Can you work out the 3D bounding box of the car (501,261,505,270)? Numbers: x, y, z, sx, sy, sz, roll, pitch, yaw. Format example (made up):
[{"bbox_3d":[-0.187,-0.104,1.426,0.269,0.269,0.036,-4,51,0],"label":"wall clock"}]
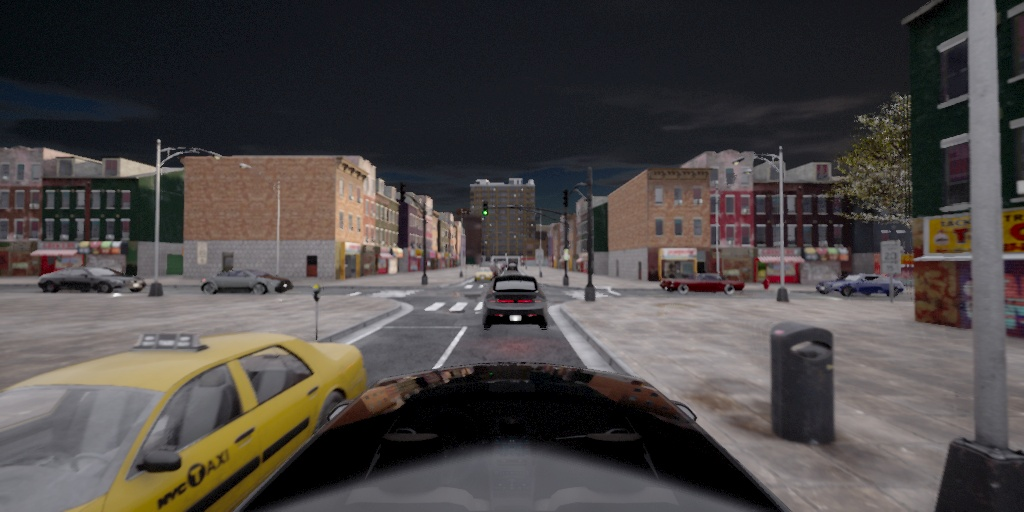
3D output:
[{"bbox_3d":[-2.655,2.056,61.652,1.751,1.417,4.829,0,0,0],"label":"car"}]

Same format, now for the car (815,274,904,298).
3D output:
[{"bbox_3d":[22.139,1.837,22.880,4.674,1.442,1.812,1,-1,0],"label":"car"}]

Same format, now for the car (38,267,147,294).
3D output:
[{"bbox_3d":[-23.004,1.328,19.705,4.674,1.442,1.812,0,-1,0],"label":"car"}]

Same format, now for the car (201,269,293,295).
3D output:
[{"bbox_3d":[-14.483,1.428,19.747,4.181,1.385,1.994,0,-1,0],"label":"car"}]

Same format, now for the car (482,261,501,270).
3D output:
[{"bbox_3d":[-2.649,1.545,40.049,2.192,1.841,5.009,0,0,0],"label":"car"}]

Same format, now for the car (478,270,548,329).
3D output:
[{"bbox_3d":[0.095,1.376,11.757,1.837,1.490,4.892,0,0,0],"label":"car"}]

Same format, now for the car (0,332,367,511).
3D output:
[{"bbox_3d":[-2.638,1.286,2.482,1.751,1.417,4.829,0,0,0],"label":"car"}]

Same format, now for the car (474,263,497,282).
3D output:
[{"bbox_3d":[-2.647,1.684,34.436,1.751,1.417,4.829,0,0,0],"label":"car"}]

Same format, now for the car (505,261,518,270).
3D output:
[{"bbox_3d":[0.081,2.051,64.795,1.882,1.535,5.008,0,-1,0],"label":"car"}]

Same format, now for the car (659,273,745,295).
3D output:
[{"bbox_3d":[11.976,1.758,22.844,4.718,1.301,1.895,1,-1,-3],"label":"car"}]

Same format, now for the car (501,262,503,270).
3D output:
[{"bbox_3d":[-2.652,1.928,50.936,2.007,1.370,4.403,0,0,0],"label":"car"}]
